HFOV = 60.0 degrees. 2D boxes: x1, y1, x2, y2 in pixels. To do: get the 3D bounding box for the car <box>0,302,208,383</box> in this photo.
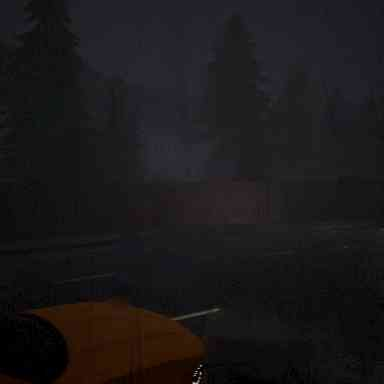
[{"bbox_3d":[-2.130,1.479,2.061,5.008,1.535,1.882,-2,1,-36],"label":"car"}]
